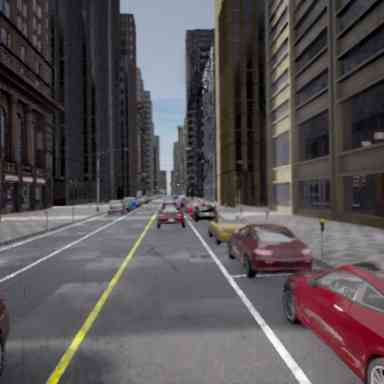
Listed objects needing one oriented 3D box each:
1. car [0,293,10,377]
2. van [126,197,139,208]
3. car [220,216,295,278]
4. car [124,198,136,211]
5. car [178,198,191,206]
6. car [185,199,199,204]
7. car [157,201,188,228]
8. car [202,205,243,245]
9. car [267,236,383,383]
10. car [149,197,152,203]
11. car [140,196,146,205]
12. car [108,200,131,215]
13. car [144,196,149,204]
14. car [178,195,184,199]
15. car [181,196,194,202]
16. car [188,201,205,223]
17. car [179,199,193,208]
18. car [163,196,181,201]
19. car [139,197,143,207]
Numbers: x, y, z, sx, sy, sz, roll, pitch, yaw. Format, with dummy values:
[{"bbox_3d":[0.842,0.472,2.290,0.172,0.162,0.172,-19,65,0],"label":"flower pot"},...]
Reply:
[{"bbox_3d":[-3.083,1.577,2.431,1.812,1.442,4.674,-1,0,-4],"label":"car"},{"bbox_3d":[-9.131,1.667,48.589,1.690,1.788,3.998,-1,0,-4],"label":"van"},{"bbox_3d":[2.159,1.590,9.976,1.802,1.307,4.206,-1,0,-4],"label":"car"},{"bbox_3d":[-8.730,1.862,42.984,1.947,1.339,4.313,-1,0,-4],"label":"car"},{"bbox_3d":[-1.422,1.823,60.418,2.008,1.369,4.403,-1,0,-4],"label":"car"},{"bbox_3d":[0.567,1.669,32.395,1.887,1.381,4.507,-1,0,-4],"label":"car"},{"bbox_3d":[-1.475,1.639,23.416,1.812,1.442,4.674,-1,0,-4],"label":"car"},{"bbox_3d":[1.748,1.562,15.750,1.752,1.417,4.829,-1,0,-4],"label":"car"},{"bbox_3d":[2.557,1.564,4.372,1.802,1.307,4.206,-1,0,-4],"label":"car"},{"bbox_3d":[-11.121,1.793,76.610,2.192,1.841,5.009,-1,0,-4],"label":"car"},{"bbox_3d":[-9.924,1.952,59.797,1.947,1.339,4.313,-1,0,-4],"label":"car"},{"bbox_3d":[-8.332,1.849,37.380,1.802,1.307,4.206,-1,0,-4],"label":"car"},{"bbox_3d":[-10.719,2.029,71.005,1.802,1.307,4.206,-1,0,-4],"label":"car"},{"bbox_3d":[-0.630,1.528,49.209,2.192,1.841,5.009,-1,0,-4],"label":"car"},{"bbox_3d":[0.167,1.594,38.000,1.967,1.590,4.097,-1,0,-4],"label":"car"},{"bbox_3d":[0.965,1.661,26.790,1.947,1.339,4.313,-1,0,-4],"label":"car"},{"bbox_3d":[-1.024,1.808,54.813,1.947,1.339,4.313,-1,0,-4],"label":"car"},{"bbox_3d":[-2.744,1.685,41.331,1.882,1.535,5.008,-1,0,-4],"label":"car"},{"bbox_3d":[-9.526,1.901,54.192,1.887,1.381,4.507,-1,0,-4],"label":"car"}]
